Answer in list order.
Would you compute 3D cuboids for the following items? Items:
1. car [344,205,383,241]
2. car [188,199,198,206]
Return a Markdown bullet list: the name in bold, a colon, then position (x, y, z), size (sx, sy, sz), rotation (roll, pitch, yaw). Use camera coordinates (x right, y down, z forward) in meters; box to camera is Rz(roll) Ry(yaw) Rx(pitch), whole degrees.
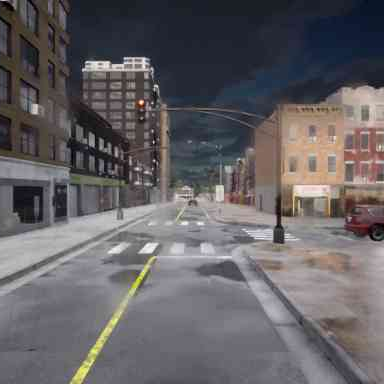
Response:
- **car**: position (10.843, 1.642, 17.854), size (5.009, 1.841, 2.192), rotation (1, -1, 0)
- **car**: position (0.154, 2.204, 72.477), size (1.837, 1.490, 4.892), rotation (0, -1, 0)
